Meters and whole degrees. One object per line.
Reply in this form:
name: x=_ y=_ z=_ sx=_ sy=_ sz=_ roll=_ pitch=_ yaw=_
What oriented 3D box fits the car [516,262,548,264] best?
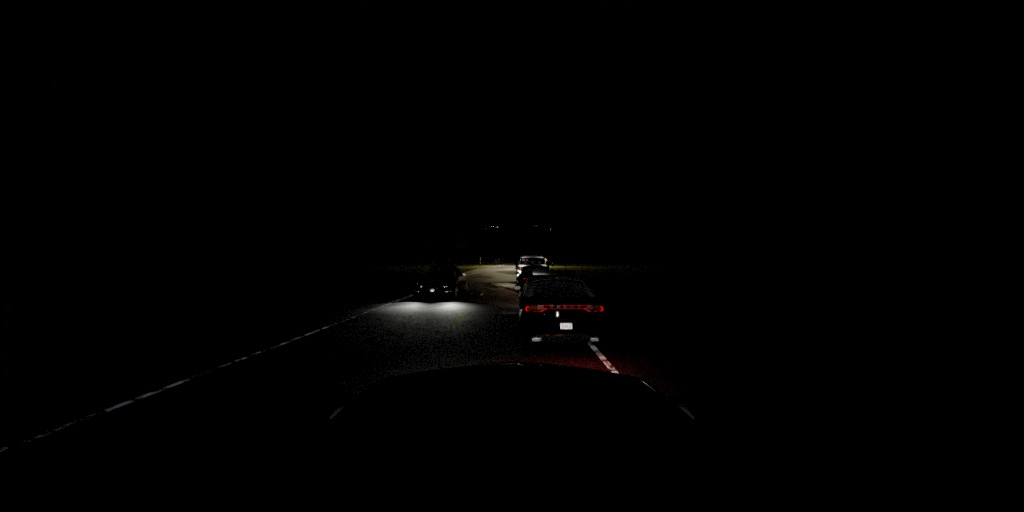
car: x=1.247 y=1.257 z=19.502 sx=1.837 sy=1.490 sz=4.892 roll=0 pitch=0 yaw=1

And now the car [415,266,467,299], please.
car: x=-3.416 y=1.257 z=17.997 sx=1.837 sy=1.490 sz=4.892 roll=0 pitch=0 yaw=1

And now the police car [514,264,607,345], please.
police car: x=1.095 y=1.177 z=9.642 sx=1.930 sy=1.638 sz=5.238 roll=0 pitch=0 yaw=1

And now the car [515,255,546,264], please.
car: x=1.391 y=0.973 z=25.512 sx=2.150 sy=2.045 sz=5.566 roll=0 pitch=0 yaw=2
